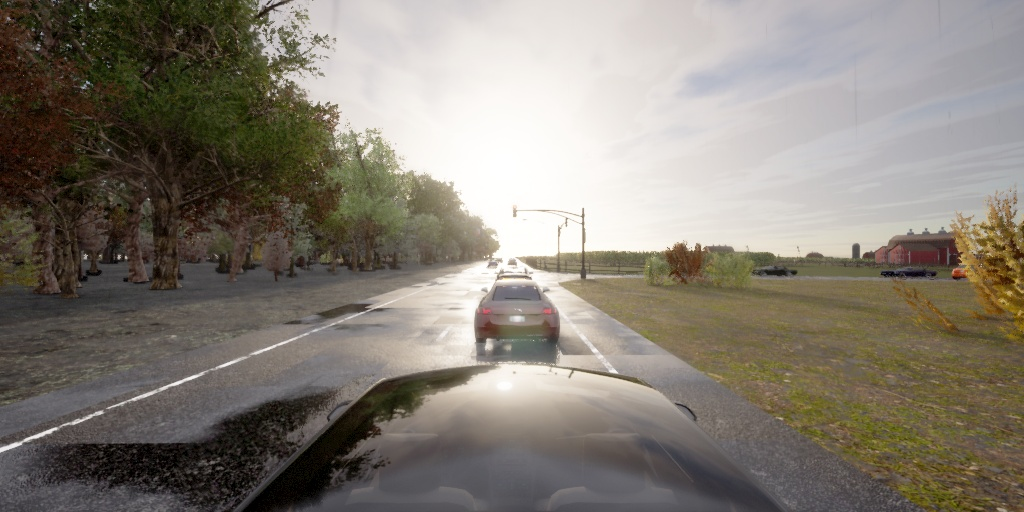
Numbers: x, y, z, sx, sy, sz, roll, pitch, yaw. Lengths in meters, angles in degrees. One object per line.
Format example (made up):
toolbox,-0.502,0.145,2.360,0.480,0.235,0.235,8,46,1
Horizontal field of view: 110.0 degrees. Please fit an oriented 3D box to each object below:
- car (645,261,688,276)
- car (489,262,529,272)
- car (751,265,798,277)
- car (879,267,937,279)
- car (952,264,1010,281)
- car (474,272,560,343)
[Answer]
car,17.546,1.351,40.978,4.553,1.767,2.097,1,-1,1
car,0.094,1.245,18.573,2.128,1.511,4.902,0,0,0
car,29.553,1.731,40.886,4.718,1.301,1.895,1,-1,0
car,44.993,1.899,40.796,4.718,1.301,1.895,1,-1,1
car,48.889,1.633,37.213,4.553,1.767,2.097,1,-1,0
car,0.100,1.316,9.675,1.994,1.385,4.181,0,0,0
